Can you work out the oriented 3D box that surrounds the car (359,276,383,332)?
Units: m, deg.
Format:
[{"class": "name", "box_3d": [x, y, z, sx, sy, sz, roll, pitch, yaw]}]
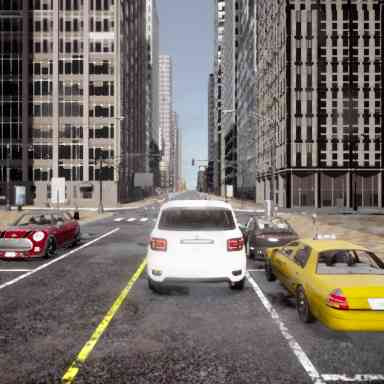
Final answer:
[{"class": "car", "box_3d": [2.692, 1.551, 1.106, 2.008, 1.369, 4.403, 0, 0, 0]}]

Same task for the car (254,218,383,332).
[{"class": "car", "box_3d": [2.693, 1.525, 6.947, 1.752, 1.417, 4.829, 0, 0, 0]}]

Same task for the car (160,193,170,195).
[{"class": "car", "box_3d": [-5.769, 1.380, 61.708, 1.967, 1.590, 4.097, 0, 0, 0]}]

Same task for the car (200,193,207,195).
[{"class": "car", "box_3d": [2.802, 1.380, 61.705, 1.967, 1.590, 4.097, 0, 0, 0]}]

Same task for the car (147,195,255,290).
[{"class": "car", "box_3d": [0.102, 1.220, 9.230, 2.150, 2.045, 5.566, 0, 0, 0]}]

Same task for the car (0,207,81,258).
[{"class": "car", "box_3d": [-5.685, 1.438, 12.445, 1.967, 1.590, 4.097, 0, 0, 0]}]

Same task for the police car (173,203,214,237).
[{"class": "police car", "box_3d": [0.101, 1.498, 19.150, 2.038, 1.542, 4.974, 0, 0, 1]}]

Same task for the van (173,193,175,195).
[{"class": "van", "box_3d": [-5.668, 1.225, 84.448, 1.690, 1.788, 3.998, 0, 0, 0]}]

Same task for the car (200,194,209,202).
[{"class": "car", "box_3d": [2.709, 1.353, 73.073, 1.967, 1.590, 4.097, 0, 0, 0]}]

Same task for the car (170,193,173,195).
[{"class": "car", "box_3d": [-5.702, 1.242, 67.393, 2.192, 1.841, 5.009, 0, 0, 0]}]

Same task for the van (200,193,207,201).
[{"class": "van", "box_3d": [2.711, 1.240, 78.758, 1.690, 1.788, 3.998, 0, 0, 0]}]

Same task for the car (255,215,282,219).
[{"class": "car", "box_3d": [2.695, 1.548, 12.445, 2.008, 1.369, 4.403, 0, 0, 0]}]
